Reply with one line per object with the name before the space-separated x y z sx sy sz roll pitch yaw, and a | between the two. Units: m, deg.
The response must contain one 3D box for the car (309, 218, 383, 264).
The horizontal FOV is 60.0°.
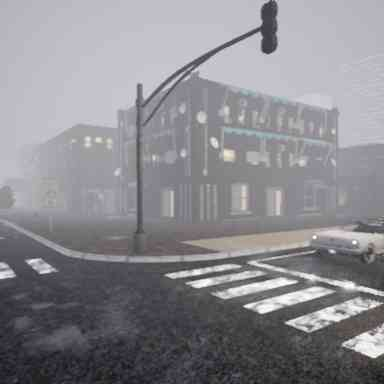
car | 6.469 1.681 12.312 4.718 1.301 1.895 0 0 -35
